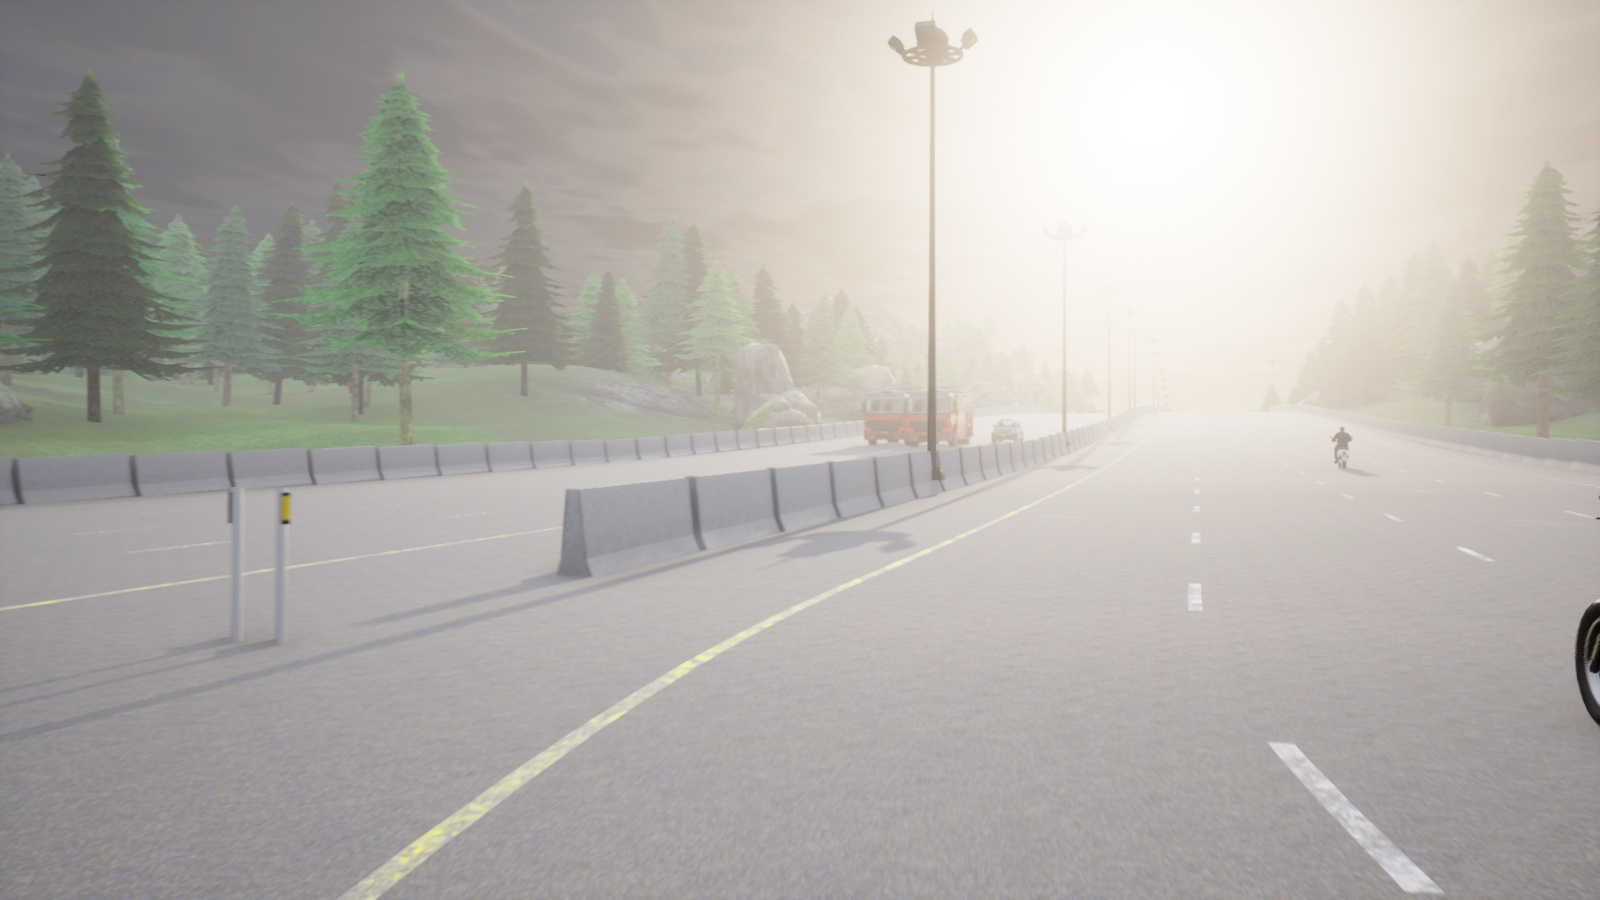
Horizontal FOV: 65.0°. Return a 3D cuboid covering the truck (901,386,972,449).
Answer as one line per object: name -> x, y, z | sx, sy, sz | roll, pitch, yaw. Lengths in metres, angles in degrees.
truck -> 8.832, -2.155, 80.375 | 2.891, 3.827, 8.468 | 0, 2, 17

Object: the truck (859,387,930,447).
truck -> 6.453, -2.292, 84.469 | 2.891, 3.827, 8.468 | 0, 2, 18

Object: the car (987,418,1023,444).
car -> 13.790, -1.305, 84.467 | 1.851, 1.617, 3.988 | 0, 2, 18

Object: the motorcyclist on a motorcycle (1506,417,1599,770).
motorcyclist on a motorcycle -> 4.115, 0.676, 5.723 | 0.766, 1.649, 2.350 | 1, 0, 9

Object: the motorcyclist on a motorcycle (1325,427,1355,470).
motorcyclist on a motorcycle -> 20.671, -0.071, 48.125 | 0.866, 1.590, 1.817 | 0, 2, 18
